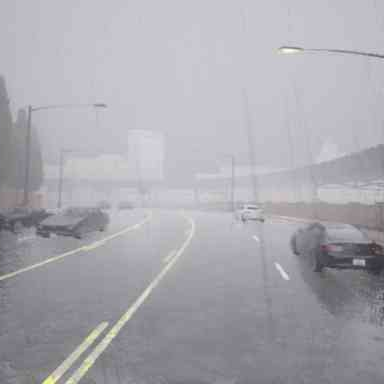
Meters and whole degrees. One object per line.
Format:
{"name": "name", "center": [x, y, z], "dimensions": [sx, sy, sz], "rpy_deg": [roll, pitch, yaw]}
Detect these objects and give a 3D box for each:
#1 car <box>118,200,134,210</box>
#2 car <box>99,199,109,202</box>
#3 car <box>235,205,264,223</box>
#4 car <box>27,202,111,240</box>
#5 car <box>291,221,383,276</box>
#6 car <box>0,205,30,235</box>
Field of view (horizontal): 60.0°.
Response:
{"name": "car", "center": [-11.372, 2.239, 57.292], "dimensions": [2.097, 1.767, 4.553], "rpy_deg": [2, -3, -19]}
{"name": "car", "center": [-15.246, 2.159, 57.677], "dimensions": [2.097, 1.767, 4.553], "rpy_deg": [2, -3, -20]}
{"name": "car", "center": [5.015, 1.871, 29.109], "dimensions": [1.812, 1.442, 4.674], "rpy_deg": [2, -1, -3]}
{"name": "car", "center": [-5.660, 1.427, 16.665], "dimensions": [2.033, 1.411, 5.357], "rpy_deg": [2, 0, 4]}
{"name": "car", "center": [4.624, 1.704, 11.073], "dimensions": [1.812, 1.442, 4.674], "rpy_deg": [2, 0, 5]}
{"name": "car", "center": [-9.118, 1.374, 17.523], "dimensions": [1.895, 1.301, 4.718], "rpy_deg": [2, 0, 3]}
